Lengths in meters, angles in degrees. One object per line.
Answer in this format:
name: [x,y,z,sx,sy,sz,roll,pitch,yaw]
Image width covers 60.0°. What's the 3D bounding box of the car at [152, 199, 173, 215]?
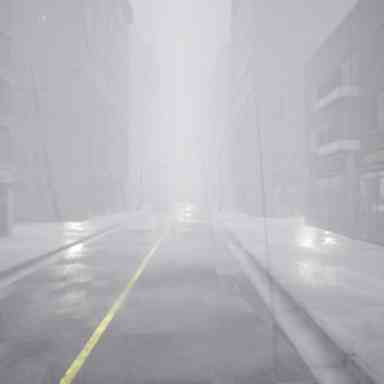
car: [-3.056,1.542,35.023,1.837,1.490,4.892,0,-1,0]
